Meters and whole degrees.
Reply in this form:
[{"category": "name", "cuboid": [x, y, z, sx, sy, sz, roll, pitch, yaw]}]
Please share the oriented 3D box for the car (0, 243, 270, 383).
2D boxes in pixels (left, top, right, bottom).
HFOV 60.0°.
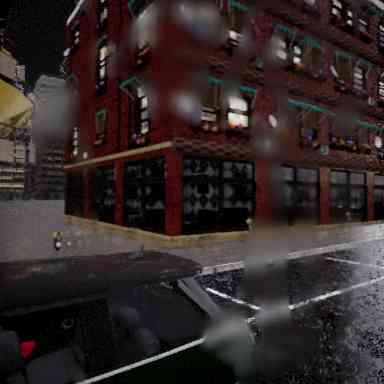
[{"category": "car", "cuboid": [-1.614, 1.354, 2.223, 4.553, 1.767, 2.097, 0, 0, -36]}]
